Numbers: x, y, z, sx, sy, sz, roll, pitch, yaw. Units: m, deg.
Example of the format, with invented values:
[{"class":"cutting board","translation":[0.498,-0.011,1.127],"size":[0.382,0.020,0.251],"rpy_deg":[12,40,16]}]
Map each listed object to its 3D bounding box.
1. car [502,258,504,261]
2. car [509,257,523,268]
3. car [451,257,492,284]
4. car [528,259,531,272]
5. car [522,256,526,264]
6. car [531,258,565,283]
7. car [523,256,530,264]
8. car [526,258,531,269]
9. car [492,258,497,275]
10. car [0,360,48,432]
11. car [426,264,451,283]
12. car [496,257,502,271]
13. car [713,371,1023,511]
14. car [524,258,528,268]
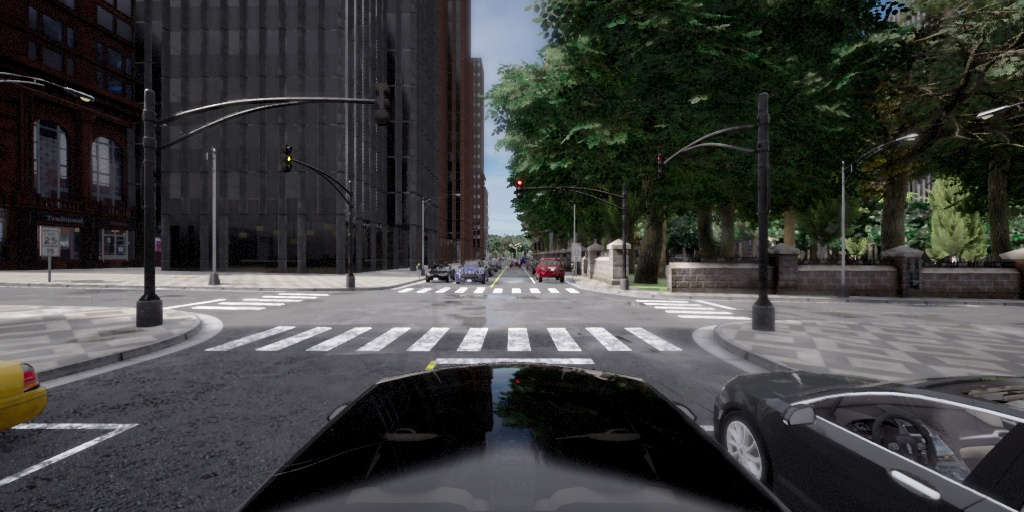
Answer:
[{"class":"car","translation":[-2.664,1.354,55.429],"size":[1.994,1.385,4.181],"rpy_deg":[0,0,1]},{"class":"car","translation":[0.536,1.323,61.252],"size":[1.812,1.442,4.674],"rpy_deg":[0,0,0]},{"class":"car","translation":[-2.912,1.112,26.839],"size":[2.097,1.767,4.553],"rpy_deg":[0,0,0]},{"class":"car","translation":[3.046,1.338,39.292],"size":[1.948,1.339,4.313],"rpy_deg":[0,0,0]},{"class":"car","translation":[3.211,1.237,61.118],"size":[1.967,1.591,4.097],"rpy_deg":[0,0,0]},{"class":"car","translation":[2.963,1.075,28.380],"size":[2.192,1.841,5.009],"rpy_deg":[0,0,0]},{"class":"car","translation":[3.170,1.231,55.661],"size":[1.967,1.591,4.097],"rpy_deg":[0,0,0]},{"class":"car","translation":[3.087,1.329,44.748],"size":[2.007,1.370,4.403],"rpy_deg":[0,0,0]},{"class":"car","translation":[-2.842,1.273,35.942],"size":[1.837,1.490,4.892],"rpy_deg":[0,0,1]},{"class":"car","translation":[-5.766,1.275,1.602],"size":[1.751,1.417,4.829],"rpy_deg":[0,0,0]},{"class":"car","translation":[-5.562,1.326,28.436],"size":[1.948,1.339,4.313],"rpy_deg":[0,0,0]},{"class":"car","translation":[-2.764,1.270,45.439],"size":[2.128,1.511,4.902],"rpy_deg":[0,0,0]},{"class":"car","translation":[2.760,1.300,1.716],"size":[2.007,1.370,4.403],"rpy_deg":[0,0,0]},{"class":"car","translation":[3.129,1.335,50.205],"size":[2.007,1.370,4.403],"rpy_deg":[0,0,0]}]
